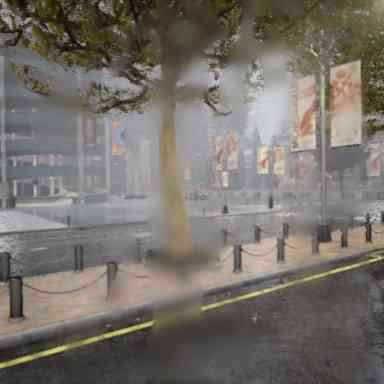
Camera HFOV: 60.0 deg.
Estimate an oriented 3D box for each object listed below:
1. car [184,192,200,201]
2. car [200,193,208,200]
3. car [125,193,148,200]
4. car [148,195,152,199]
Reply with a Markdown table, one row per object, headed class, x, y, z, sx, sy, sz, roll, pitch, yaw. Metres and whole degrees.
| class | x | y | z | sx | sy | sz | roll | pitch | yaw |
| --- | --- | --- | --- | --- | --- | --- | --- | --- | --- |
| car | -1.208 | 0.898 | 60.198 | 1.837 | 1.490 | 4.892 | -1 | 1 | -36 |
| car | 1.067 | 0.809 | 63.120 | 1.882 | 1.535 | 5.008 | -1 | 1 | -36 |
| car | -12.248 | 0.985 | 70.972 | 4.181 | 1.385 | 1.994 | 0 | 1 | 33 |
| car | -10.956 | 0.933 | 74.280 | 4.181 | 1.385 | 1.994 | 0 | 1 | 33 |
